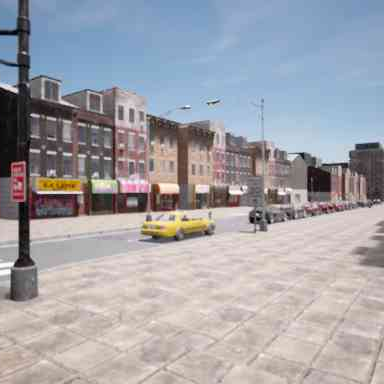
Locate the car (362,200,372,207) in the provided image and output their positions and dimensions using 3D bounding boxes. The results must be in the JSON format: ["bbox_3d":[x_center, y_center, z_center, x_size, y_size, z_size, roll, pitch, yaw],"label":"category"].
[{"bbox_3d":[32.054,2.137,62.666,2.008,1.369,4.403,-1,-1,35],"label":"car"}]

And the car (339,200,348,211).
[{"bbox_3d":[18.992,1.774,44.343,1.967,1.590,4.097,-1,-1,35],"label":"car"}]

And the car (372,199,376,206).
[{"bbox_3d":[35.318,2.202,67.246,1.887,1.381,4.507,-1,-2,35],"label":"car"}]

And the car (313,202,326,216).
[{"bbox_3d":[12.463,1.811,35.179,1.802,1.307,4.206,-1,-1,35],"label":"car"}]

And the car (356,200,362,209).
[{"bbox_3d":[25.523,2.003,53.504,2.008,1.369,4.403,-1,-1,35],"label":"car"}]

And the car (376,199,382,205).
[{"bbox_3d":[45.113,2.451,80.988,2.008,1.369,4.403,-2,-2,35],"label":"car"}]

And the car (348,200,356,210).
[{"bbox_3d":[22.258,1.942,48.923,2.008,1.369,4.403,-1,-1,35],"label":"car"}]

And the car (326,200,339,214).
[{"bbox_3d":[15.728,1.824,39.760,1.887,1.381,4.507,-1,-1,35],"label":"car"}]

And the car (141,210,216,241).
[{"bbox_3d":[-0.499,1.589,16.993,1.752,1.417,4.829,-1,-1,35],"label":"car"}]

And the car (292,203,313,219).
[{"bbox_3d":[9.198,1.733,30.598,2.008,1.369,4.403,-1,-1,35],"label":"car"}]

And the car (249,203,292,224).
[{"bbox_3d":[5.933,1.705,26.017,1.947,1.339,4.313,-1,-1,35],"label":"car"}]
